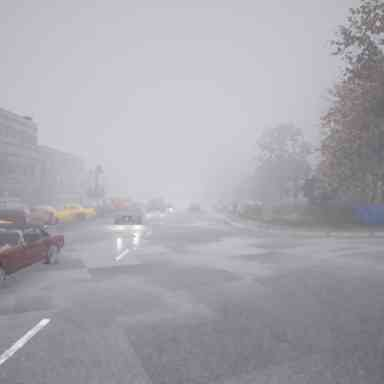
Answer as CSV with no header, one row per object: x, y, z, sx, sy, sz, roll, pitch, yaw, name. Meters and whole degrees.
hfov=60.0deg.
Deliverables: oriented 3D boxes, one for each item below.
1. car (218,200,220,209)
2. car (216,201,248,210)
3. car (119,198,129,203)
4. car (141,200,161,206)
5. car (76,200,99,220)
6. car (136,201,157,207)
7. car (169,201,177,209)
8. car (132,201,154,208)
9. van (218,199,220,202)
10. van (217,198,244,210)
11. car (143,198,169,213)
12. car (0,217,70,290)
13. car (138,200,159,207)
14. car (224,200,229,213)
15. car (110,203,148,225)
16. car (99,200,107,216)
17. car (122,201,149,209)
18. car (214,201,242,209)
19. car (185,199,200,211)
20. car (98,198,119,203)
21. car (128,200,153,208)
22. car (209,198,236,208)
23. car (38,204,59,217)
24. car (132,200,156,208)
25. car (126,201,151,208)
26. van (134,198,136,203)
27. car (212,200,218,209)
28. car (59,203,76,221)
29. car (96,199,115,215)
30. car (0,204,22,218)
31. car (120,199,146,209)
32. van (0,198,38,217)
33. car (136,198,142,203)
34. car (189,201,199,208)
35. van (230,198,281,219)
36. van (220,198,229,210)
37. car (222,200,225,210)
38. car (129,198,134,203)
6.653,2.148,47.575,4.674,1.452,2.002,1,-2,-20,car
6.714,2.290,56.403,4.892,1.521,2.231,1,-2,-20,car
-11.228,1.744,41.897,5.566,2.045,2.435,0,-1,-20,car
-10.850,3.005,88.828,4.892,1.521,2.231,0,-1,-20,car
-11.461,1.782,30.110,5.366,1.575,1.946,0,-1,-20,car
-10.920,2.848,80.033,4.674,1.452,2.002,0,-2,-20,car
-4.611,2.634,65.132,1.895,1.301,4.718,0,-1,0,car
-10.963,2.717,74.166,4.674,1.452,2.002,0,-2,-20,car
6.790,1.945,50.562,4.442,1.987,1.878,1,-2,-20,van
6.853,2.130,59.396,4.442,1.987,1.878,1,-2,-19,van
-4.838,1.806,45.653,2.150,2.045,5.566,0,-1,1,car
-5.086,1.560,8.684,1.895,1.301,4.718,0,0,0,car
-10.903,2.874,82.967,4.892,1.521,2.231,0,-2,-20,car
6.596,1.980,38.737,4.674,1.452,2.002,1,-1,-20,car
-4.846,1.795,26.201,1.994,1.385,4.181,0,-1,-3,car
-11.232,1.864,33.112,4.792,1.488,2.163,0,-1,-19,car
-11.032,2.482,65.367,4.892,1.521,2.231,0,-2,-20,car
6.793,2.447,62.300,4.792,1.488,2.163,1,-2,-20,car
0.390,2.252,51.674,2.033,1.411,5.357,0,-1,0,car
-11.256,1.815,38.972,4.553,1.767,2.185,0,-1,-20,car
-10.993,2.613,71.238,4.892,1.521,2.231,0,-2,-20,car
6.831,2.427,74.056,5.566,2.045,2.435,1,-1,-20,car
-11.376,1.662,21.365,4.792,1.488,2.163,0,-1,-20,car
-11.111,2.740,77.033,5.366,1.575,1.946,0,-1,-20,car
-10.976,2.575,68.312,4.792,1.488,2.163,0,-2,-20,car
-11.245,1.943,50.664,4.442,1.987,1.878,0,-1,-20,van
6.526,2.222,53.395,5.366,1.575,1.946,1,-1,-20,car
-11.505,1.681,24.250,5.366,1.575,1.946,0,-1,-20,car
-11.235,1.888,36.039,4.892,1.521,2.231,0,-1,-20,car
-11.208,1.527,15.573,5.366,1.575,1.946,-1,-1,-20,car
-11.080,2.291,62.430,4.553,1.767,2.185,0,-2,-20,car
-11.260,1.356,18.492,4.442,1.987,1.878,0,-1,-20,van
-11.106,2.228,53.635,5.008,1.535,2.097,0,-1,-20,car
0.435,2.656,71.367,2.128,1.511,4.902,0,-1,0,car
6.441,1.607,32.814,4.442,1.987,1.878,1,-1,-20,van
6.530,1.824,44.588,4.442,1.987,1.878,1,-1,-20,van
6.615,2.036,41.682,4.674,1.452,2.002,1,-1,-20,car
-11.128,1.982,47.780,4.553,1.767,2.185,0,-1,-20,car
